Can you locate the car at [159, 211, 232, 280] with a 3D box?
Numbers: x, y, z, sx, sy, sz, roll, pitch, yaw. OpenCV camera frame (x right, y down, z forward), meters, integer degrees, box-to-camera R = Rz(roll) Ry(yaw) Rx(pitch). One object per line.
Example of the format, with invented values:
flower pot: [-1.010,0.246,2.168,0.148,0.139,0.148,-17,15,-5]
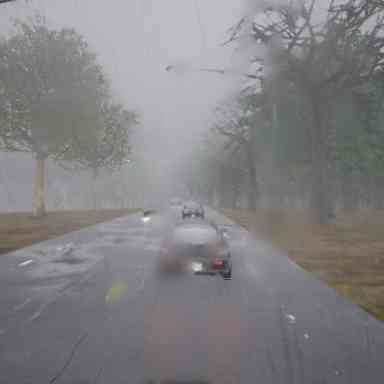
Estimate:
car: [0.092,1.523,9.841,1.812,1.442,4.674,0,0,0]

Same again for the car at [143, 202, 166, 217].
car: [-3.582,1.681,32.795,2.033,1.411,5.357,0,-1,0]

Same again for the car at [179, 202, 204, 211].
car: [0.111,1.704,30.140,1.895,1.301,4.718,0,-1,0]

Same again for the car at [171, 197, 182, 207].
car: [-3.462,2.207,73.449,2.150,2.045,5.566,0,-2,0]
